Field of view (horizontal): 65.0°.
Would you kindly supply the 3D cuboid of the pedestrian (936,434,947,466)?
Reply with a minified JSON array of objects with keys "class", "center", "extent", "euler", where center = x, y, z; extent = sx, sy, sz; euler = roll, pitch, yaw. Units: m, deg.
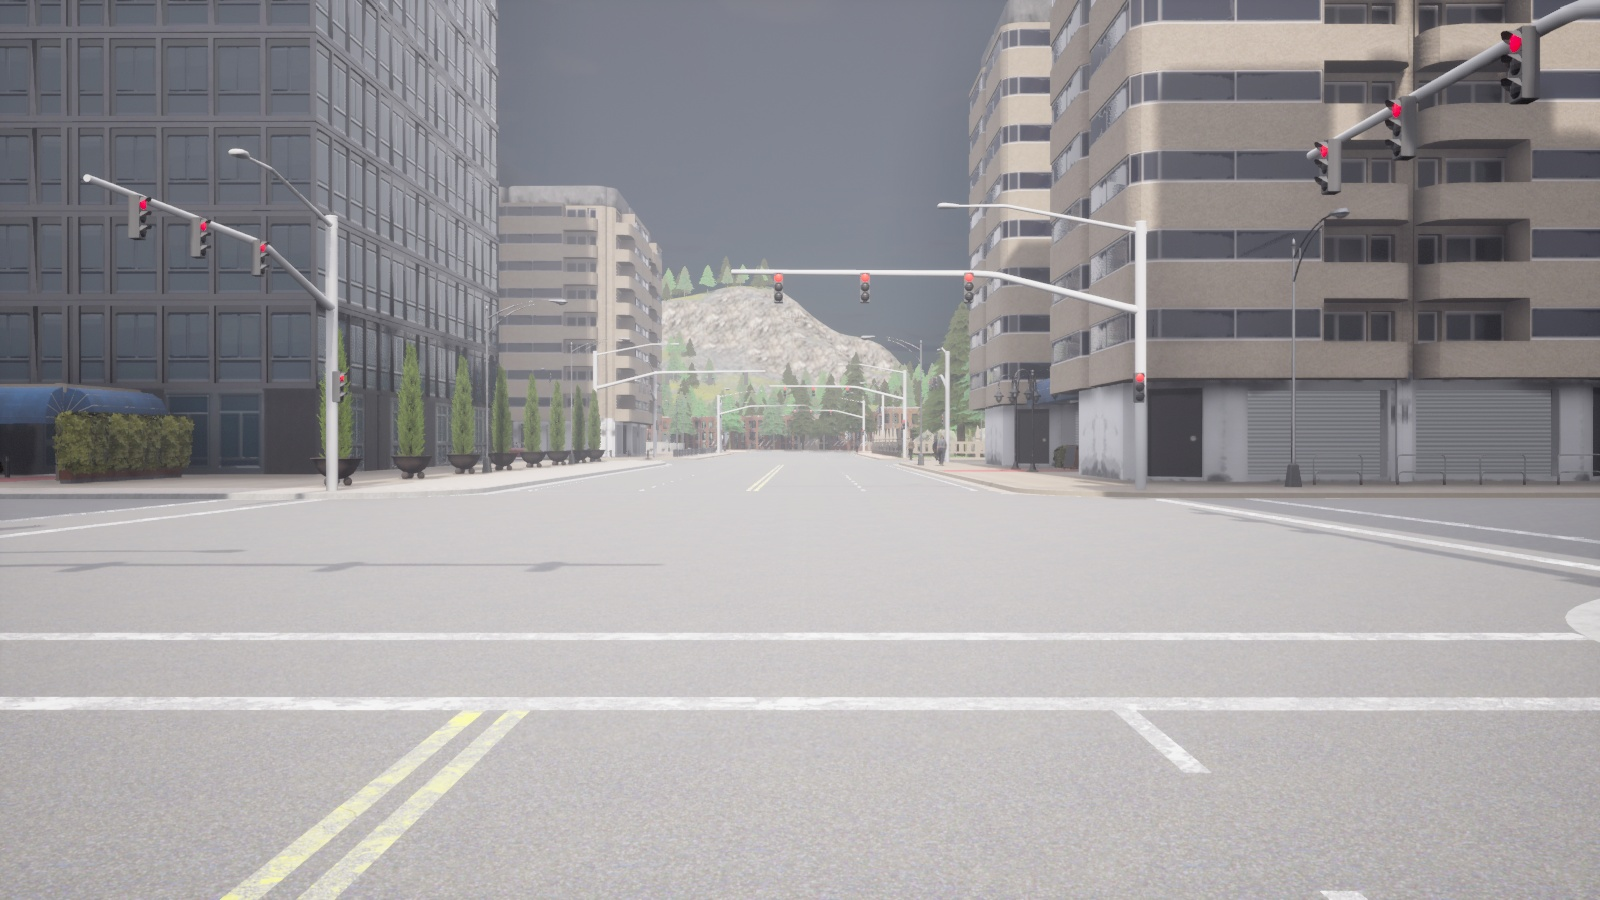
[{"class":"pedestrian","center":[8.165,0.002,72.487],"extent":[0.540,1.848,0.694],"euler":[0,0,1]}]
